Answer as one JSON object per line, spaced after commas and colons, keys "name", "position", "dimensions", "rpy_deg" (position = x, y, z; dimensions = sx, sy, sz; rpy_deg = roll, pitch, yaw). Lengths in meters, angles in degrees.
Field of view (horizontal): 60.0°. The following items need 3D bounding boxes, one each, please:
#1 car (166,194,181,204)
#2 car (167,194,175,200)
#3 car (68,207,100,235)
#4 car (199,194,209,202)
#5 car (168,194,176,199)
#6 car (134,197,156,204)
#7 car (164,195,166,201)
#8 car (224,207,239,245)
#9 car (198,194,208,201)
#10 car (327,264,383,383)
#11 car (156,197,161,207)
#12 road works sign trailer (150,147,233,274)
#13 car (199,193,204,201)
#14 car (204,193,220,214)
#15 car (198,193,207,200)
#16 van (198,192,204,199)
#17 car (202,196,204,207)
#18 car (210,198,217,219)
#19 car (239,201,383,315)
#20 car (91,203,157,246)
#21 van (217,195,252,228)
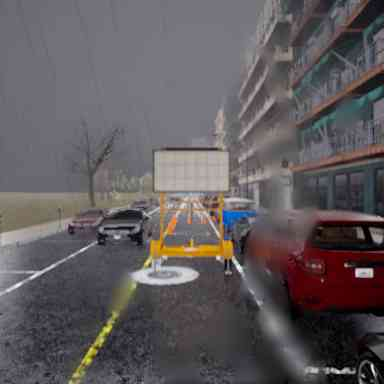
{"name": "car", "position": [-2.889, 1.359, 56.848], "dimensions": [1.895, 1.301, 4.718], "rpy_deg": [0, 0, 0]}
{"name": "car", "position": [-5.398, 1.189, 86.009], "dimensions": [2.008, 1.369, 4.403], "rpy_deg": [1, 0, 0]}
{"name": "car", "position": [-5.325, 1.504, 18.162], "dimensions": [1.802, 1.307, 4.206], "rpy_deg": [1, 0, 0]}
{"name": "car", "position": [2.500, 1.230, 69.800], "dimensions": [1.752, 1.417, 4.829], "rpy_deg": [1, 0, 0]}
{"name": "car", "position": [-5.404, 1.167, 91.663], "dimensions": [2.008, 1.369, 4.403], "rpy_deg": [1, 0, 0]}
{"name": "car", "position": [-5.343, 1.415, 35.124], "dimensions": [1.947, 1.339, 4.313], "rpy_deg": [1, 0, 0]}
{"name": "car", "position": [-5.373, 1.257, 63.223], "dimensions": [1.752, 1.417, 4.829], "rpy_deg": [1, 0, 0]}
{"name": "car", "position": [2.561, 1.510, 13.020], "dimensions": [1.947, 1.339, 4.313], "rpy_deg": [1, 0, 0]}
{"name": "car", "position": [2.494, 1.233, 75.291], "dimensions": [2.008, 1.369, 4.403], "rpy_deg": [1, 0, 0]}
{"name": "car", "position": [2.573, 1.558, 1.698], "dimensions": [1.947, 1.339, 4.313], "rpy_deg": [1, 0, 0]}
{"name": "car", "position": [-5.356, 1.383, 46.431], "dimensions": [1.802, 1.307, 4.206], "rpy_deg": [1, 0, 0]}
{"name": "road works sign trailer", "position": [-0.010, 0.419, 10.399], "dimensions": [2.380, 3.560, 2.880], "rpy_deg": [0, 0, 0]}
{"name": "car", "position": [2.527, 1.114, 46.985], "dimensions": [2.192, 1.841, 5.009], "rpy_deg": [1, 0, 0]}
{"name": "car", "position": [2.545, 1.186, 30.002], "dimensions": [2.192, 1.841, 5.009], "rpy_deg": [1, 0, 0]}
{"name": "car", "position": [2.489, 1.099, 80.951], "dimensions": [1.967, 1.590, 4.097], "rpy_deg": [1, 0, 0]}
{"name": "van", "position": [2.477, 0.955, 92.273], "dimensions": [1.690, 1.788, 3.998], "rpy_deg": [1, 0, 0]}
{"name": "car", "position": [2.530, 1.405, 41.326], "dimensions": [1.802, 1.307, 4.206], "rpy_deg": [1, 0, 0]}
{"name": "car", "position": [2.549, 1.420, 24.512], "dimensions": [1.752, 1.417, 4.829], "rpy_deg": [1, 0, 0]}
{"name": "car", "position": [2.570, 1.283, 7.358], "dimensions": [2.192, 1.841, 5.009], "rpy_deg": [1, 0, 0]}
{"name": "car", "position": [-2.866, 1.460, 15.060], "dimensions": [1.812, 1.442, 4.674], "rpy_deg": [0, 0, 0]}
{"name": "van", "position": [2.557, 1.261, 18.680], "dimensions": [1.690, 1.788, 3.998], "rpy_deg": [1, 0, 0]}
